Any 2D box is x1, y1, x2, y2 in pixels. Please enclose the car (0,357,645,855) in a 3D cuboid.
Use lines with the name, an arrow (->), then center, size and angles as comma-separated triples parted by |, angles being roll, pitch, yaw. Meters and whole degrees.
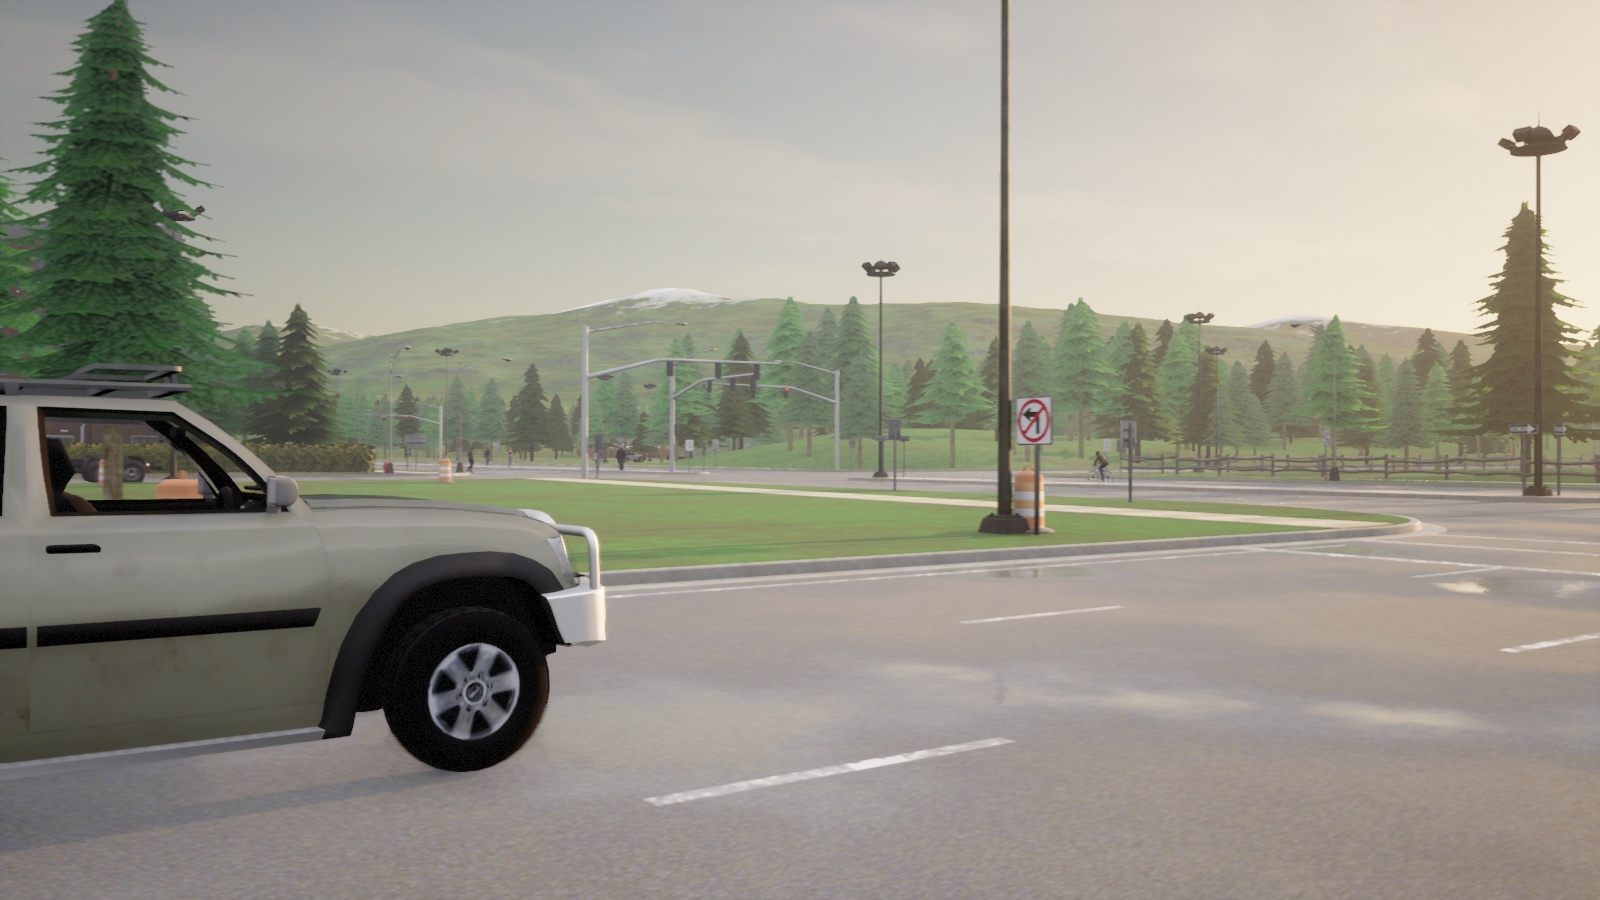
car -> -3.209, 0.582, 5.690 | 4.605, 1.855, 1.932 | 0, 0, -35
